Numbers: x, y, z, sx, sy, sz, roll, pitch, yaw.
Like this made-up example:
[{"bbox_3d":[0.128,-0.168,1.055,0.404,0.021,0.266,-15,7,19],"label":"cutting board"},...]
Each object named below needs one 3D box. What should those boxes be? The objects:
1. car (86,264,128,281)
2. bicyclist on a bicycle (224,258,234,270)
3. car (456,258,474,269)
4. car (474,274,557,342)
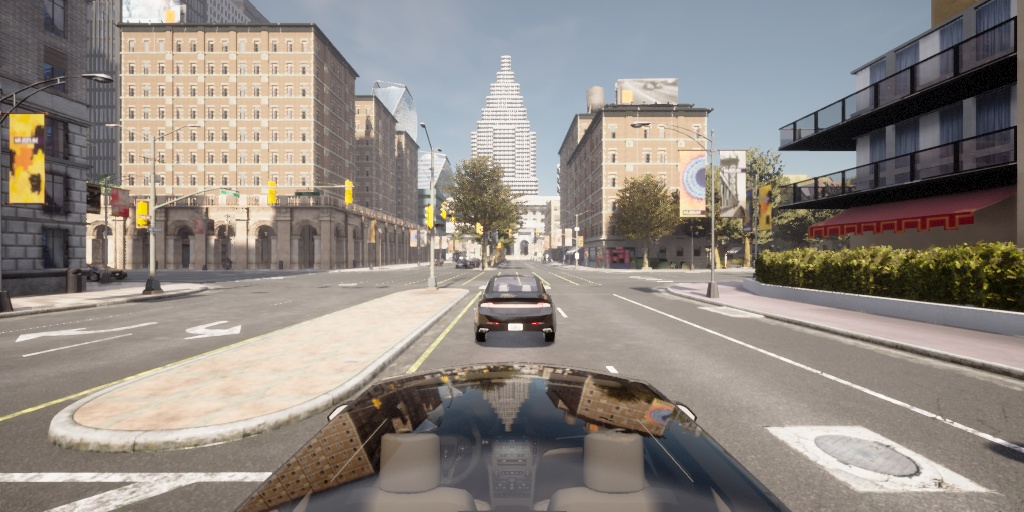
[{"bbox_3d":[-34.161,1.314,29.213,4.181,1.385,1.994,0,0,0],"label":"car"},{"bbox_3d":[-37.240,1.050,47.167,0.582,1.620,1.656,0,0,0],"label":"bicyclist on a bicycle"},{"bbox_3d":[-8.006,1.241,58.508,2.128,1.511,4.902,0,0,0],"label":"car"},{"bbox_3d":[0.082,1.242,9.759,2.128,1.511,4.902,0,0,0],"label":"car"}]
